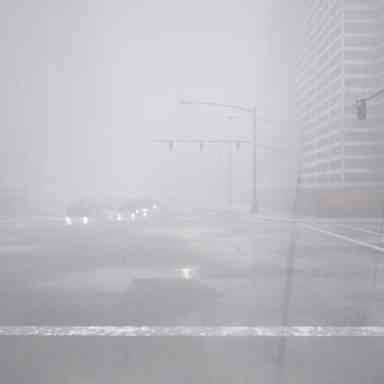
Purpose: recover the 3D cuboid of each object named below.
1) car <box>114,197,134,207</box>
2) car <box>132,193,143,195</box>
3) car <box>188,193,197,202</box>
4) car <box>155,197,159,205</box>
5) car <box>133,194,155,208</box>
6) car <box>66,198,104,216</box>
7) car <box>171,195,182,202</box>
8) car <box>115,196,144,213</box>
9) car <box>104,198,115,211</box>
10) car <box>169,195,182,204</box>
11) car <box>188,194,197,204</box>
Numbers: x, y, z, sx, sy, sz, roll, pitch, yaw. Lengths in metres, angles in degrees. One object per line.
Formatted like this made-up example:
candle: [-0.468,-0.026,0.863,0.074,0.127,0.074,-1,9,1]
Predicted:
car: [-10.502,1.547,51.739,2.033,1.411,5.357,0,0,0]
car: [-10.444,1.477,62.020,1.882,1.535,5.008,0,0,0]
car: [0.134,1.184,74.317,2.097,1.767,4.553,0,0,0]
car: [-6.974,1.601,58.485,1.895,1.301,4.718,0,0,0]
car: [-7.010,1.491,48.161,2.128,1.511,4.902,0,0,0]
car: [-10.579,1.352,32.696,2.097,1.767,4.553,0,0,1]
car: [-3.366,1.354,74.353,2.128,1.511,4.902,0,0,0]
car: [-7.032,1.504,37.811,1.837,1.490,4.892,0,0,0]
car: [-10.522,1.477,41.828,1.882,1.535,5.008,0,0,0]
car: [-3.385,1.491,64.069,2.128,1.511,4.902,0,0,0]
car: [0.115,1.547,64.062,2.033,1.411,5.357,0,0,0]
